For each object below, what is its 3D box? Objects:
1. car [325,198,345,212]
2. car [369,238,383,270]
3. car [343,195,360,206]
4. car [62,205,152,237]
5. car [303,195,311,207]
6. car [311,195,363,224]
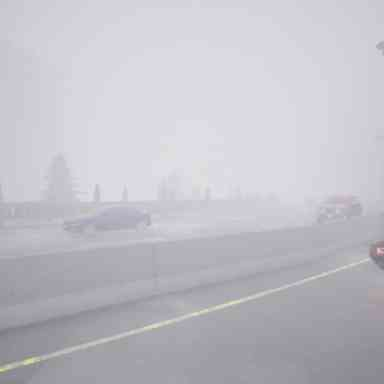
[{"bbox_3d":[17.925,1.566,41.528,1.882,1.535,5.008,0,0,27],"label":"car"},{"bbox_3d":[7.121,1.602,9.924,4.718,1.301,1.895,0,0,-43],"label":"car"},{"bbox_3d":[28.941,1.498,60.488,2.097,1.767,4.553,0,0,15],"label":"car"},{"bbox_3d":[-4.573,1.488,18.490,5.008,1.535,1.882,0,0,-41],"label":"car"},{"bbox_3d":[19.346,1.498,53.350,2.097,1.767,4.553,0,0,20],"label":"car"},{"bbox_3d":[11.016,1.252,24.607,2.150,2.045,5.566,0,0,39],"label":"car"}]
